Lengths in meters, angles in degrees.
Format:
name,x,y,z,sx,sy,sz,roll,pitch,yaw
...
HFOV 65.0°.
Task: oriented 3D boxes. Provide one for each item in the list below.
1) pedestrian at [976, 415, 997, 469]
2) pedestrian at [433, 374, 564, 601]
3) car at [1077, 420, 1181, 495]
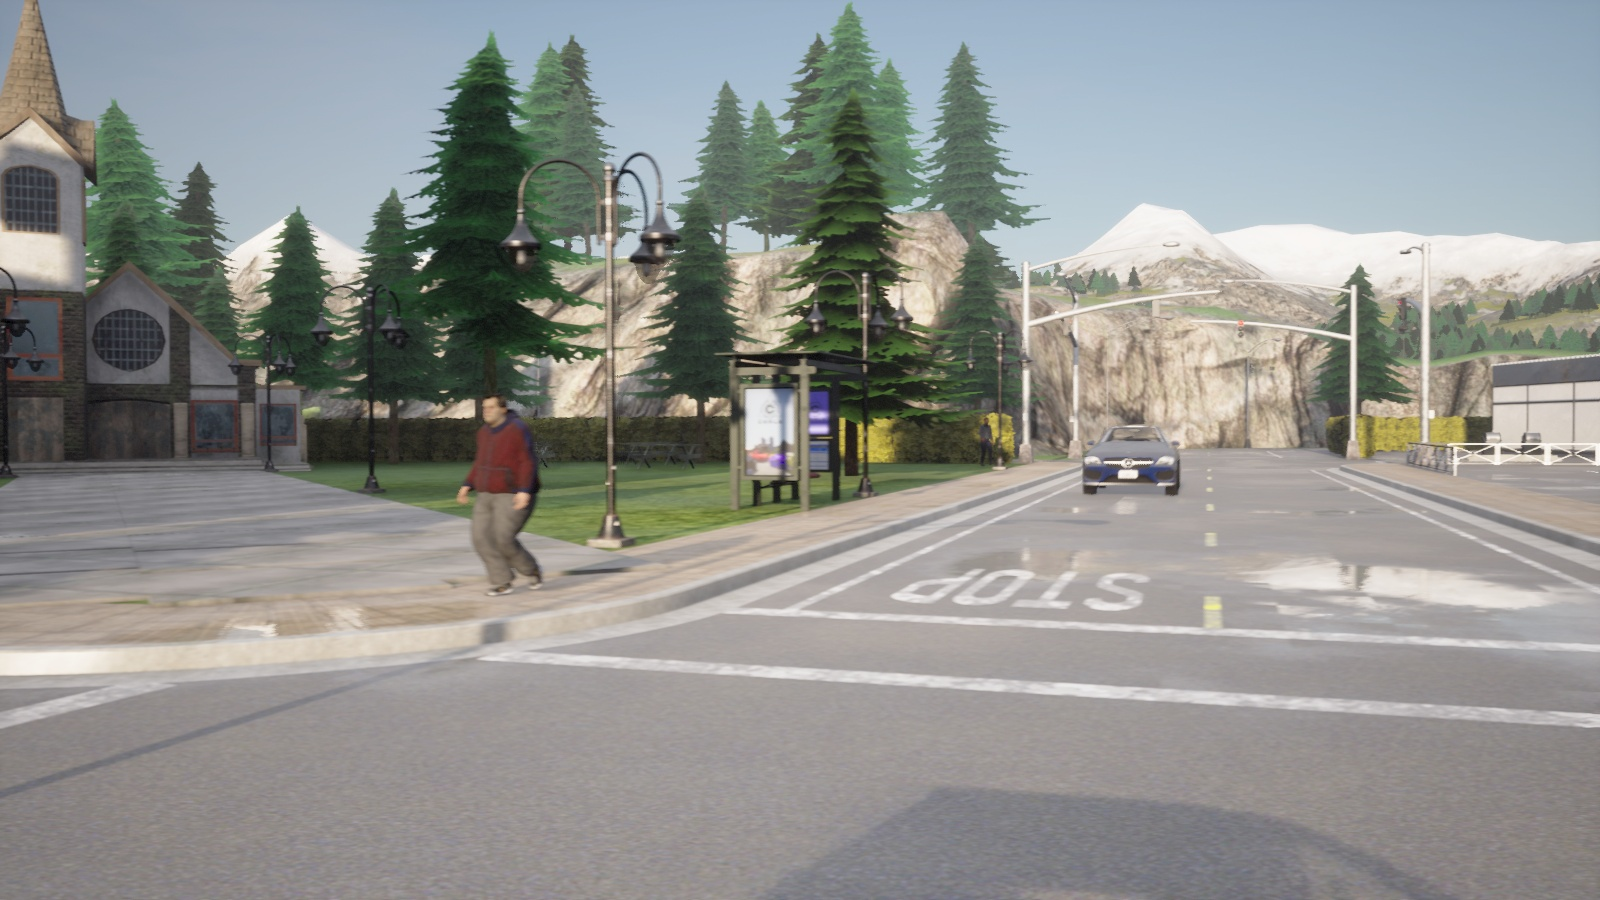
name,x,y,z,sx,sy,sz,roll,pitch,yaw
pedestrian,6.814,-0.283,45.918,0.423,1.949,0.788,0,1,-19
pedestrian,-2.563,0.294,10.732,0.634,1.844,0.899,1,1,33
car,8.081,0.112,30.516,2.152,1.651,5.027,1,1,18
